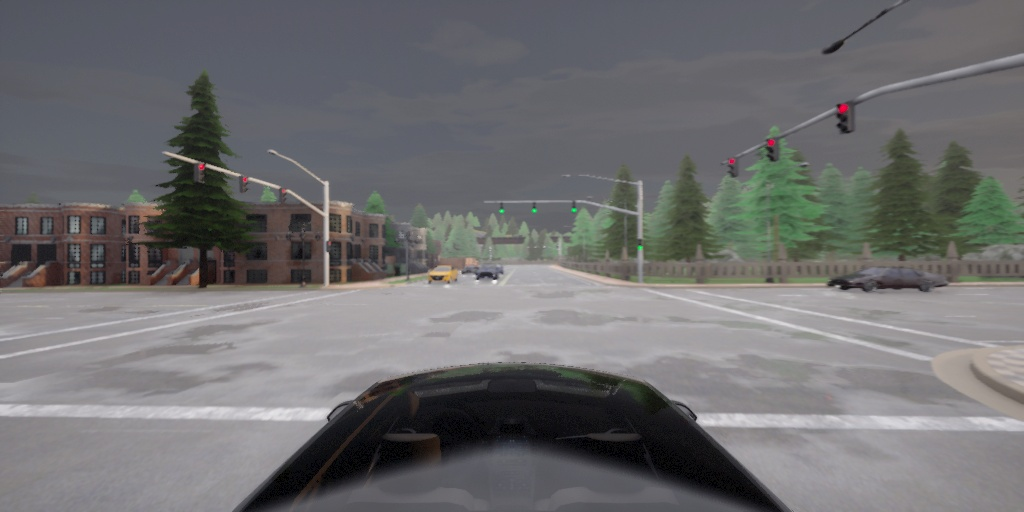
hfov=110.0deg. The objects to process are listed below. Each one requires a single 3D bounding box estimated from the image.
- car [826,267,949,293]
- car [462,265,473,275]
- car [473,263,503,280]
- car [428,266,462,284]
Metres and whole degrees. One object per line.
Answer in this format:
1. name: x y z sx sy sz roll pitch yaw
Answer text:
1. car: 21.183 1.313 20.339 5.357 1.411 2.033 -1 -1 2
2. car: -5.570 1.877 48.488 1.994 1.385 4.181 -1 -1 2
3. car: -2.443 1.511 36.980 2.097 1.767 4.553 -1 -1 2
4. car: -6.103 1.616 32.195 1.882 1.535 5.008 -1 -1 2
